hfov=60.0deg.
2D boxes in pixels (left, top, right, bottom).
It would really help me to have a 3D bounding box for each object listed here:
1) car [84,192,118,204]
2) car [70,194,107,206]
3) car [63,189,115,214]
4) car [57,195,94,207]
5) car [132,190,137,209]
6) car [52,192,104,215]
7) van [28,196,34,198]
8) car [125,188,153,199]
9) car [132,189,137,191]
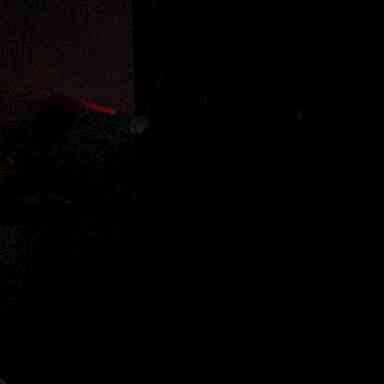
[{"bbox_3d":[-14.307,0.979,52.296,4.892,1.521,2.231,-2,2,24],"label":"car"},{"bbox_3d":[-15.455,1.142,49.617,4.892,1.521,2.231,-2,2,24],"label":"car"},{"bbox_3d":[-9.609,1.141,32.245,5.566,2.045,2.435,-2,2,24],"label":"car"},{"bbox_3d":[-16.521,1.331,47.176,4.674,1.452,2.002,-2,2,24],"label":"car"},{"bbox_3d":[-6.273,0.980,40.301,5.366,1.575,1.946,-2,2,24],"label":"car"},{"bbox_3d":[-12.529,1.170,36.969,2.150,2.045,5.566,-2,2,24],"label":"car"},{"bbox_3d":[-18.645,1.369,42.005,4.442,1.987,1.878,-2,2,24],"label":"van"},{"bbox_3d":[-9.947,0.232,62.422,4.553,1.767,2.185,-2,2,24],"label":"car"},{"bbox_3d":[-12.069,0.412,57.390,5.566,2.045,2.435,-2,2,24],"label":"car"}]
